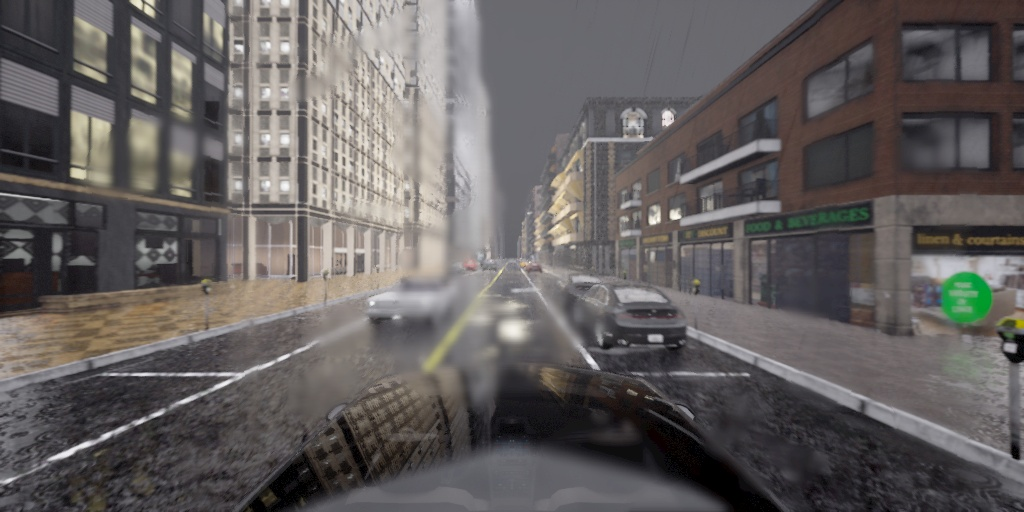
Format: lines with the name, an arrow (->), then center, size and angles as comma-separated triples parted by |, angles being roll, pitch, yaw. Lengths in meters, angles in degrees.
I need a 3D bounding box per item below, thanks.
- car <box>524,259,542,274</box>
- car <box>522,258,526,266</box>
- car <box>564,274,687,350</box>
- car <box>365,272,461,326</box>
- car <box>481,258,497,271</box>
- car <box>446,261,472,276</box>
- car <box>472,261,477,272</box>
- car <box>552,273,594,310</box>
car -> 2.691, 1.394, 42.798 | 1.802, 1.307, 4.207 | 0, 0, 0
car -> 2.691, 1.263, 48.447 | 1.967, 1.591, 4.097 | 0, 0, 0
car -> 2.691, 1.310, 8.907 | 2.007, 1.370, 4.403 | 0, 0, 0
car -> -3.082, 1.365, 11.897 | 1.895, 1.301, 4.718 | 0, 0, 0
car -> -3.072, 1.389, 50.030 | 1.994, 1.385, 4.181 | 0, 0, 0
car -> -5.689, 1.353, 37.149 | 2.007, 1.370, 4.403 | 0, 0, 0
car -> -5.690, 1.368, 48.447 | 1.888, 1.381, 4.507 | 0, 0, 0
car -> 2.691, 1.318, 14.555 | 2.007, 1.370, 4.403 | 0, 0, 0
